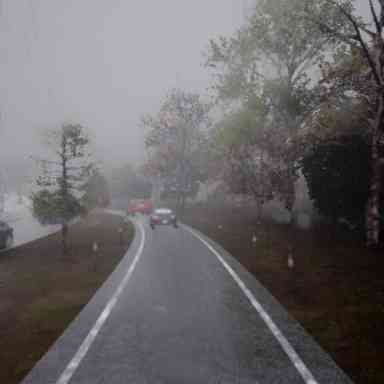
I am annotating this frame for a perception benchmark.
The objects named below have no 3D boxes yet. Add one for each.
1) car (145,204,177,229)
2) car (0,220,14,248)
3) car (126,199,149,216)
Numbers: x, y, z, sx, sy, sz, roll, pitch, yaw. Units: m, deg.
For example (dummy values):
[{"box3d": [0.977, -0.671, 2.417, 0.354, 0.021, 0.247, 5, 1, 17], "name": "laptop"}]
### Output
[{"box3d": [-2.222, 1.865, 24.501, 1.812, 1.442, 4.674, 0, -1, -11], "name": "car"}, {"box3d": [-9.616, 1.926, 14.680, 2.231, 1.521, 4.892, 3, -2, -5], "name": "car"}, {"box3d": [-6.656, 1.847, 40.820, 2.150, 2.045, 5.566, -1, -1, -20], "name": "car"}]
